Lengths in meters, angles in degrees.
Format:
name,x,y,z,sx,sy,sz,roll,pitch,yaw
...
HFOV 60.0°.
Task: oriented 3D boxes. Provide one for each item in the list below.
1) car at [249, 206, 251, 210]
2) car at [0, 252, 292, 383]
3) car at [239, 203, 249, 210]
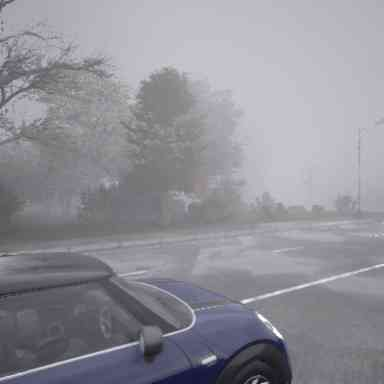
name,x,y,z,sx,sy,sz,roll,pitch,yaw
car,11.490,2.985,68.507,2.128,1.511,4.902,0,-3,-32
car,-1.211,1.351,2.893,4.553,1.767,2.097,0,0,-35
car,8.490,2.954,66.688,1.837,1.490,4.892,0,-3,-32
